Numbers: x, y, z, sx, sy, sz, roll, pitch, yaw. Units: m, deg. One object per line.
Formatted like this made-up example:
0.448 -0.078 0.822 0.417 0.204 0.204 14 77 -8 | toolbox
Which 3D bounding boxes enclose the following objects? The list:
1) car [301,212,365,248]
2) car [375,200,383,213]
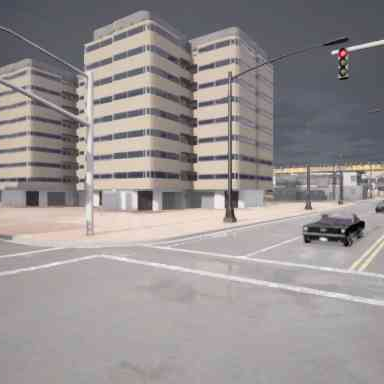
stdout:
6.568 1.602 15.224 1.895 1.301 4.718 0 0 35 | car
20.718 1.560 35.206 1.994 1.385 4.181 0 0 35 | car
